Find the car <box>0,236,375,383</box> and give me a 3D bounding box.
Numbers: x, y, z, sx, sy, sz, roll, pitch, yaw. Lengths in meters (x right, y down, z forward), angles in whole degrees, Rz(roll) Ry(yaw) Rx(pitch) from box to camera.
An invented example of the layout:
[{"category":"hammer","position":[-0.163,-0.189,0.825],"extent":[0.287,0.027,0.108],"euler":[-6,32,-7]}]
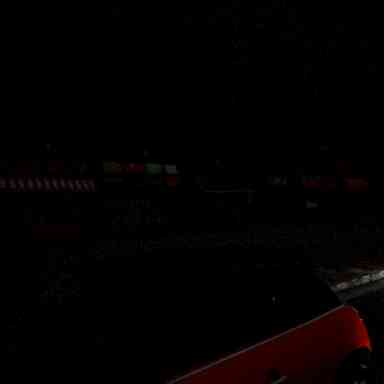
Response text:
[{"category":"car","position":[-0.476,1.355,2.711],"extent":[4.553,1.767,2.097],"euler":[0,0,-37]}]
